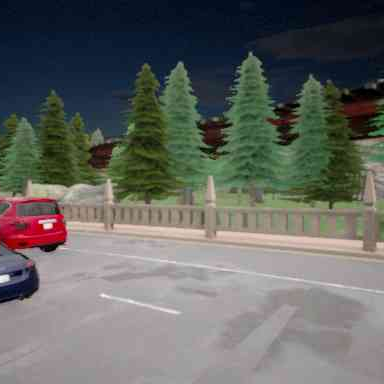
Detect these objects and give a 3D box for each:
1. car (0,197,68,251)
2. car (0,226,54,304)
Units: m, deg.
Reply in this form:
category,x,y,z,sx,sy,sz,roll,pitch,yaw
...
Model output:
category,x,y,z,sx,sy,sz,roll,pitch,yaw
car,-7.053,1.201,12.151,5.566,2.045,2.150,0,0,29
car,-5.196,1.554,7.029,4.181,1.385,1.994,0,0,31
